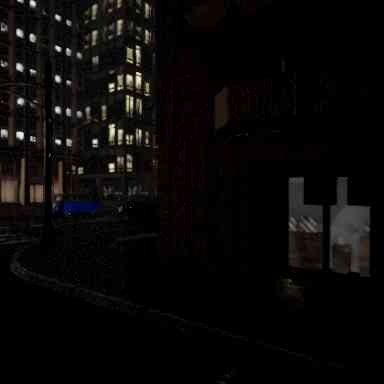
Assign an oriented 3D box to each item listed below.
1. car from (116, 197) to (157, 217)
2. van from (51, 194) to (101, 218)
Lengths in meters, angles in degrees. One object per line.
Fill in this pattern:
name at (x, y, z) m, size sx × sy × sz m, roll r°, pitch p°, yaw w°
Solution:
car at (-4.159, 1.178, 27.781) m, size 2.128 × 1.511 × 4.902 m, roll 0°, pitch 0°, yaw 36°
van at (-8.937, 1.017, 25.564) m, size 1.690 × 1.788 × 3.998 m, roll 0°, pitch 0°, yaw 36°
